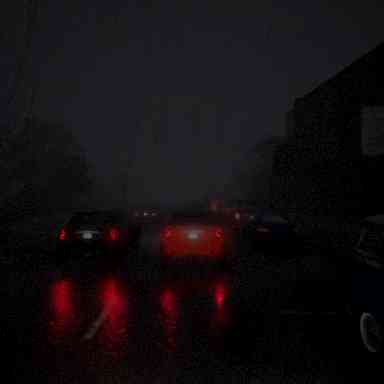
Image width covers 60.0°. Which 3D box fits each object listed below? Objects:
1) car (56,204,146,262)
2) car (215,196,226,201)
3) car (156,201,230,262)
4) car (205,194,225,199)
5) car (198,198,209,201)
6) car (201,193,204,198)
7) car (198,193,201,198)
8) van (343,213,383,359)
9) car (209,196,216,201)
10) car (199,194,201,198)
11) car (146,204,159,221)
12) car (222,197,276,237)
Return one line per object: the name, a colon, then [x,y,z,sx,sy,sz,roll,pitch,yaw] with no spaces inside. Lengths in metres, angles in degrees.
car: [-3.193,1.373,12.342,2.097,1.767,4.553,0,0,1]
car: [3.251,1.398,25.514,2.185,1.767,4.553,0,0,0]
car: [0.057,1.373,12.377,2.097,1.767,4.553,0,0,1]
car: [3.267,1.300,42.023,2.435,2.045,5.566,0,0,0]
car: [0.073,1.538,27.555,2.128,1.511,4.902,0,0,1]
car: [3.284,1.453,58.664,2.185,1.767,4.553,0,0,0]
car: [3.311,1.623,86.381,1.946,1.575,5.366,0,0,0]
van: [3.228,1.260,3.436,1.878,1.987,4.442,0,0,0]
car: [3.262,1.542,36.590,2.097,1.535,5.008,0,0,0]
car: [3.300,1.608,75.139,2.231,1.521,4.892,0,0,0]
car: [-3.198,1.591,25.445,2.033,1.411,5.357,0,0,1]
car: [3.244,1.388,19.988,2.185,1.767,4.553,0,0,0]
